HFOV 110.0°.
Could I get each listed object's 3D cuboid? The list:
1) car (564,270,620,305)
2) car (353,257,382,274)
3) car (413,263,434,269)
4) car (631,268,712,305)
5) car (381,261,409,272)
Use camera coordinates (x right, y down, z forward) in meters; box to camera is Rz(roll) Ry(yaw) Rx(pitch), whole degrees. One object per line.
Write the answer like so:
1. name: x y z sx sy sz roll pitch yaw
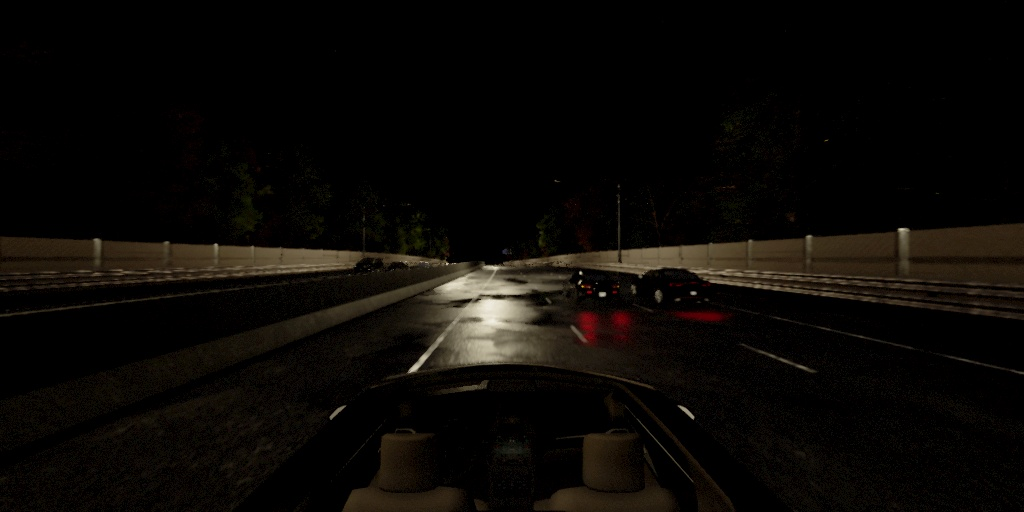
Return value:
1. car: 3.550 1.349 16.406 1.812 1.442 4.674 0 0 0
2. car: -18.086 1.212 45.559 2.150 2.045 5.566 0 0 -1
3. car: -11.083 1.536 45.515 2.033 1.411 5.357 0 0 -1
4. car: 7.037 1.297 16.415 1.882 1.535 5.008 0 0 0
5. car: -14.592 1.495 45.734 1.837 1.490 4.892 0 0 -1
